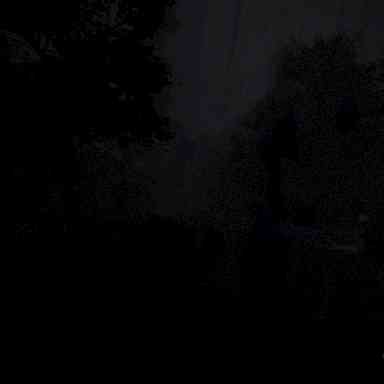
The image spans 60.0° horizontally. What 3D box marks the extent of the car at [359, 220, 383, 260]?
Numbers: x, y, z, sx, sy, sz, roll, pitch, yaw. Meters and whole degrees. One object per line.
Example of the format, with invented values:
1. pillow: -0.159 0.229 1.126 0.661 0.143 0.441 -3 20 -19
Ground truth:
1. car: 6.880 1.596 10.632 1.837 1.490 4.892 0 0 12

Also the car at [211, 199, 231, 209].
1. car: 4.502 1.768 51.812 1.882 1.535 5.008 -2 1 24
